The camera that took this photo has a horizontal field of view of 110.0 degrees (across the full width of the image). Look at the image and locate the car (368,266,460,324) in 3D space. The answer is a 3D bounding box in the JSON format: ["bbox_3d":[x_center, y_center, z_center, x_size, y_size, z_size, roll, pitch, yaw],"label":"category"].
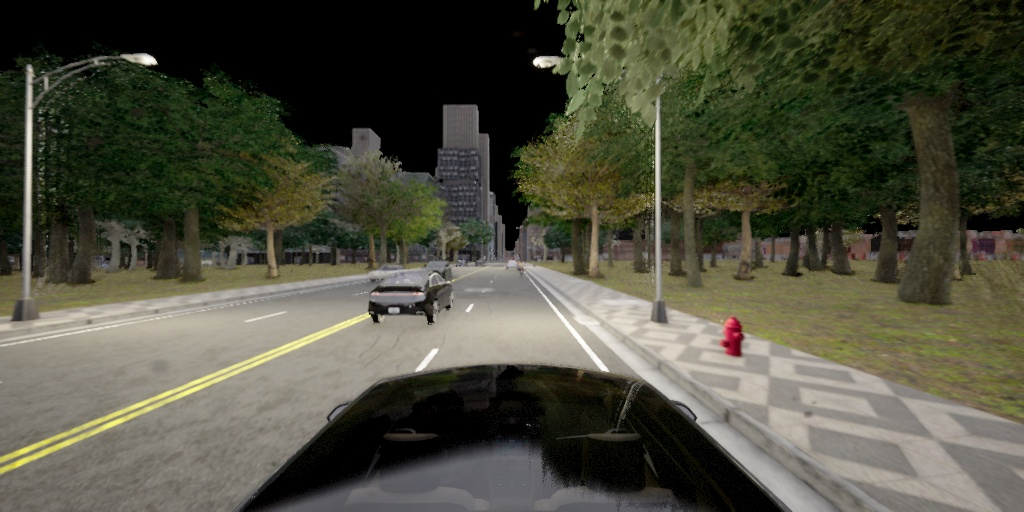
[{"bbox_3d":[-3.152,1.248,12.007,2.128,1.511,4.902,0,0,0],"label":"car"}]

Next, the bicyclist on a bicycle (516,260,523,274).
[{"bbox_3d":[0.903,1.283,43.234,0.866,1.612,1.509,0,0,0],"label":"bicyclist on a bicycle"}]

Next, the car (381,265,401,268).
[{"bbox_3d":[-9.851,1.398,28.929,1.895,1.301,4.718,0,0,0],"label":"car"}]

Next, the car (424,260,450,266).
[{"bbox_3d":[-6.597,1.158,31.676,2.097,1.767,4.553,0,0,0],"label":"car"}]

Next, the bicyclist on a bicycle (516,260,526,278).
[{"bbox_3d":[0.888,1.248,33.337,0.866,1.612,1.509,0,0,0],"label":"bicyclist on a bicycle"}]

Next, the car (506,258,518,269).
[{"bbox_3d":[0.037,1.437,58.925,1.812,1.442,4.674,0,0,1],"label":"car"}]
